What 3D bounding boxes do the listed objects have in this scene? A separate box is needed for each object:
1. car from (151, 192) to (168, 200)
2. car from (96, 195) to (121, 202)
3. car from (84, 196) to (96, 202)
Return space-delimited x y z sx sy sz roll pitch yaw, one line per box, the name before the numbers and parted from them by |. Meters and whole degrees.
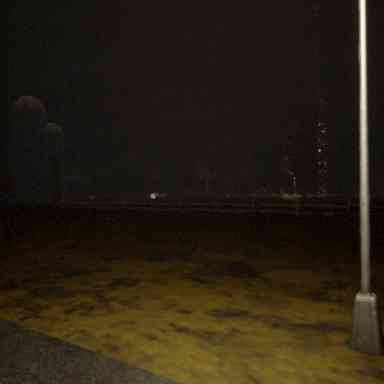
car | -8.099 0.915 84.608 2.150 2.045 5.566 -2 -1 32
car | -17.105 1.414 70.380 2.128 1.511 4.902 -2 -1 32
car | -20.556 1.509 70.071 1.812 1.442 4.674 -2 -1 32
